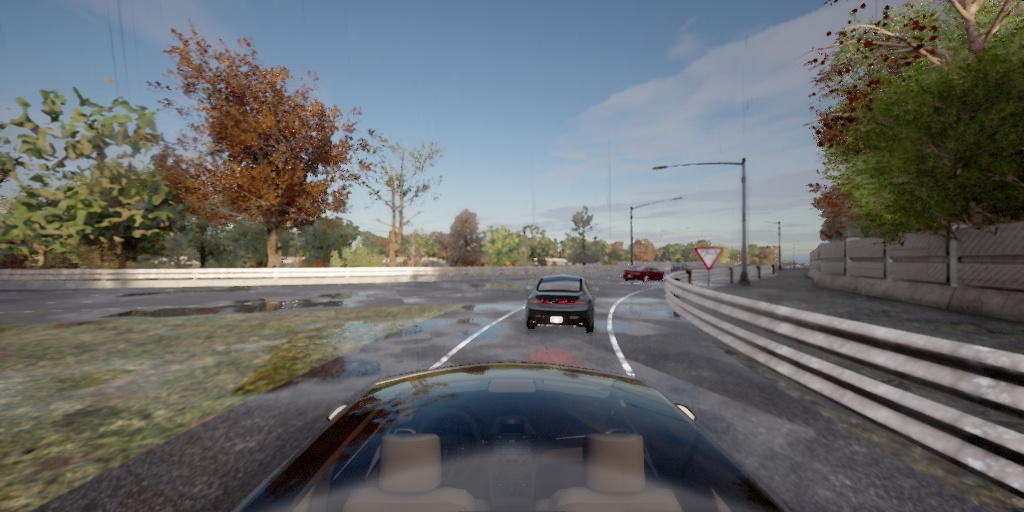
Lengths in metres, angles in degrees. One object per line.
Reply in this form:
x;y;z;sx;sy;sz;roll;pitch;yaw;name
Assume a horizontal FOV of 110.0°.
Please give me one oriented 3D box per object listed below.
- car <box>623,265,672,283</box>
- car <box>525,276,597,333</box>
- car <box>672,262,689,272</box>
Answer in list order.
12.018;1.581;32.279;5.008;1.535;1.882;1;-1;-38;car
1.638;1.360;11.266;1.837;1.490;4.892;0;-1;13;car
26.566;1.994;56.715;1.895;1.301;4.718;0;-1;37;car
